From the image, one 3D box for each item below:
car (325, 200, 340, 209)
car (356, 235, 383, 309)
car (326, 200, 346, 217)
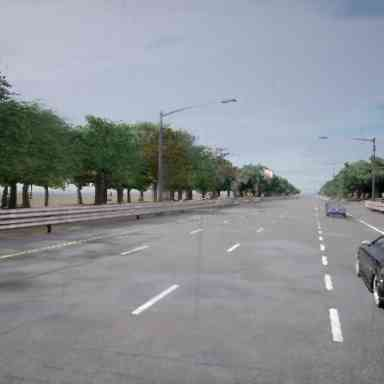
[{"bbox_3d":[24.041,2.075,56.727,1.994,1.385,4.181,0,0,28],"label":"car"},{"bbox_3d":[5.071,1.649,7.680,1.994,1.385,4.181,0,0,20],"label":"car"},{"bbox_3d":[15.241,1.866,35.332,2.033,1.411,5.357,0,0,20],"label":"car"}]
